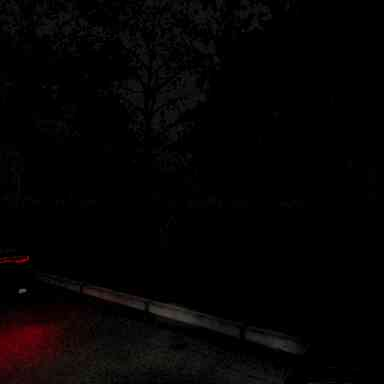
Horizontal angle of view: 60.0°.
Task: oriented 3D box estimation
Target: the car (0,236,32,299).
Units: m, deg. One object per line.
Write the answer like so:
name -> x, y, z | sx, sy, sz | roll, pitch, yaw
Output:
car -> -5.563, 1.488, 7.395 | 5.008, 1.535, 1.882 | 0, 0, 36

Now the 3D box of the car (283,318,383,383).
car -> 2.622, 1.351, 1.494 | 4.553, 1.767, 2.097 | 0, 0, 36
